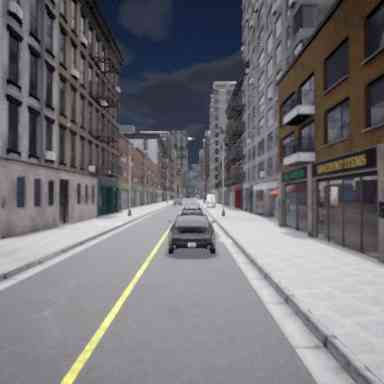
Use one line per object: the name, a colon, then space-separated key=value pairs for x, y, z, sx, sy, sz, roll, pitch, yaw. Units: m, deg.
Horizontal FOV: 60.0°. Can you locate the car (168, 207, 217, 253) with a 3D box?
car: x=0.001 y=1.637 z=14.318 sx=1.837 sy=1.490 sz=4.892 roll=0 pitch=0 yaw=0

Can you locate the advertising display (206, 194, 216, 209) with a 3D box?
advertising display: x=3.121 y=1.549 z=54.664 sx=1.540 sy=2.440 sz=0.280 roll=0 pitch=-1 yaw=0

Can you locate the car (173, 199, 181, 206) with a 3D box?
car: x=-3.011 y=2.202 z=71.027 sx=1.837 sy=1.490 sz=4.892 roll=0 pitch=-1 yaw=0

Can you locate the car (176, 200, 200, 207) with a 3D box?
car: x=-0.001 y=1.759 z=29.312 sx=2.128 sy=1.511 sz=4.902 roll=0 pitch=0 yaw=0
